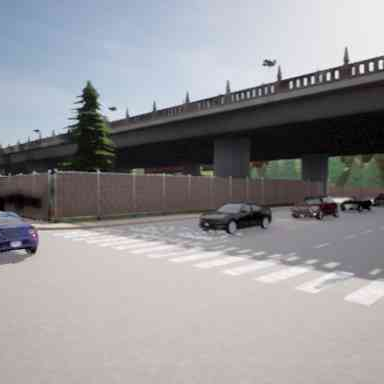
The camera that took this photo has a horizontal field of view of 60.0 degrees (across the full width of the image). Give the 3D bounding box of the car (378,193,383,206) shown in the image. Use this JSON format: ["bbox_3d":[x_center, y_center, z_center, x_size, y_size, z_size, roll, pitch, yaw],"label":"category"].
[{"bbox_3d":[23.389,0.925,40.219,2.097,1.767,4.553,1,1,41],"label":"car"}]

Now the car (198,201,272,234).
[{"bbox_3d":[2.451,1.301,18.138,1.882,1.535,5.008,1,1,44],"label":"car"}]

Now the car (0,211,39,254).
[{"bbox_3d":[-6.994,1.403,11.695,4.674,1.442,1.812,0,1,44],"label":"car"}]

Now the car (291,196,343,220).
[{"bbox_3d":[9.403,1.093,25.376,2.097,1.767,4.553,1,1,44],"label":"car"}]

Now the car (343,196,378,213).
[{"bbox_3d":[15.877,1.157,32.141,2.128,1.511,4.902,1,1,44],"label":"car"}]
